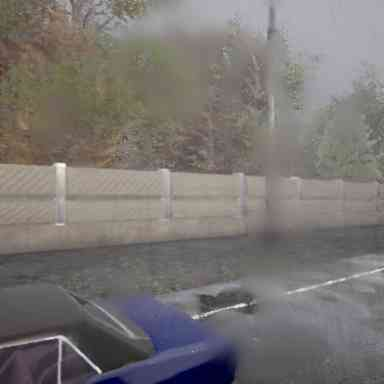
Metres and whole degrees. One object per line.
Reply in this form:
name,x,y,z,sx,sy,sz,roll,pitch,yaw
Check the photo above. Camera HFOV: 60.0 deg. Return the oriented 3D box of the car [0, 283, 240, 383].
car,-1.946,1.596,2.611,4.718,1.301,1.895,1,0,-35
